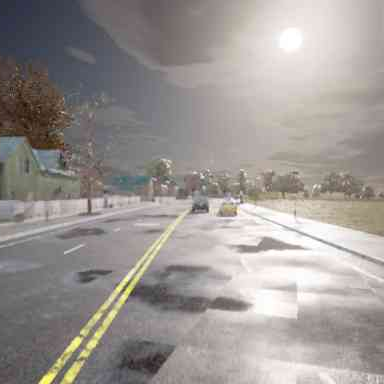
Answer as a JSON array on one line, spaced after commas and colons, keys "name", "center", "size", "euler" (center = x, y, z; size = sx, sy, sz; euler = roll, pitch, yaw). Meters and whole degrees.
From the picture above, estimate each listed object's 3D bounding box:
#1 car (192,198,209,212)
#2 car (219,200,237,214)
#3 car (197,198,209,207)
[{"name": "car", "center": [1.118, 1.570, 42.343], "size": [2.097, 1.767, 4.553], "euler": [0, 0, 3]}, {"name": "car", "center": [4.043, 1.680, 37.385], "size": [1.801, 1.575, 5.366], "euler": [0, 0, 3]}, {"name": "car", "center": [2.139, 1.880, 61.501], "size": [2.033, 1.411, 5.357], "euler": [0, 0, 5]}]
